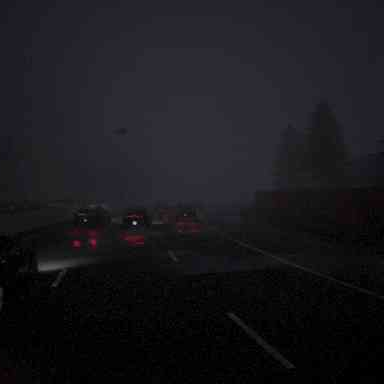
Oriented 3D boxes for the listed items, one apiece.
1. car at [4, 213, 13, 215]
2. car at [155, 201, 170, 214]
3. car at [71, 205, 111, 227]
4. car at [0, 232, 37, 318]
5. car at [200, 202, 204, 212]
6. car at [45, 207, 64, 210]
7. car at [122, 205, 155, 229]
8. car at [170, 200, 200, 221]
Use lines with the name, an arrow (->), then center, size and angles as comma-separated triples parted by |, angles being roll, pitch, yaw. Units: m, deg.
car -> -21.657, 2.006, 37.169 | 1.837, 1.490, 4.892 | -1, -1, 3
car -> -3.469, 1.868, 41.261 | 2.128, 1.511, 4.902 | -1, 0, 6
car -> -7.469, 1.766, 25.272 | 2.128, 1.511, 4.902 | -1, 0, -3
car -> -4.724, 1.604, 7.187 | 1.837, 1.490, 4.892 | -1, 0, -14
car -> 0.403, 1.843, 43.795 | 1.882, 1.535, 5.008 | -1, 0, 8
car -> -14.671, 1.638, 36.848 | 2.150, 2.045, 5.566 | -1, -1, 3
car -> -3.863, 1.737, 23.661 | 1.837, 1.490, 4.892 | -1, 0, -5
car -> -0.605, 1.753, 30.405 | 2.128, 1.511, 4.902 | 0, 0, -1
